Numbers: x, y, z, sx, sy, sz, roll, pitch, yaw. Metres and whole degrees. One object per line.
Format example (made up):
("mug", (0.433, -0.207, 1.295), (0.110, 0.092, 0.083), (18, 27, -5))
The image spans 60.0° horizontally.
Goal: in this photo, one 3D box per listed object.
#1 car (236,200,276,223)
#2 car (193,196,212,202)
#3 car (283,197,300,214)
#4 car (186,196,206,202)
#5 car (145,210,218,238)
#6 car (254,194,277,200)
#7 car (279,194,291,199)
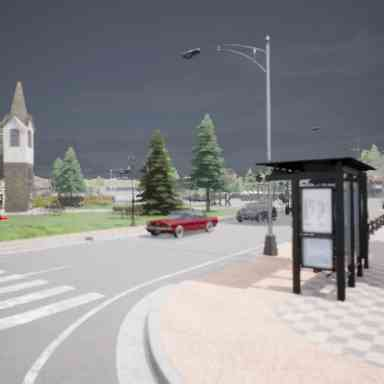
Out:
("car", (5.253, 1.637, 26.876), (1.837, 1.490, 4.892), (-1, -1, 35))
("car", (2.972, 2.008, 93.014), (5.027, 1.636, 2.152), (-1, -1, 35))
("car", (11.812, 1.610, 36.190), (1.882, 1.535, 5.008), (-1, -1, 35))
("car", (1.212, 2.016, 90.417), (4.514, 1.523, 2.007), (-1, -1, 35))
("car", (-0.474, 1.733, 18.723), (1.895, 1.301, 4.718), (-1, -1, 35))
("car", (18.164, 1.815, 82.170), (3.806, 1.475, 1.970), (-1, -1, 35))
("car", (22.524, 1.706, 75.468), (3.633, 1.501, 1.845), (-1, -1, 35))
